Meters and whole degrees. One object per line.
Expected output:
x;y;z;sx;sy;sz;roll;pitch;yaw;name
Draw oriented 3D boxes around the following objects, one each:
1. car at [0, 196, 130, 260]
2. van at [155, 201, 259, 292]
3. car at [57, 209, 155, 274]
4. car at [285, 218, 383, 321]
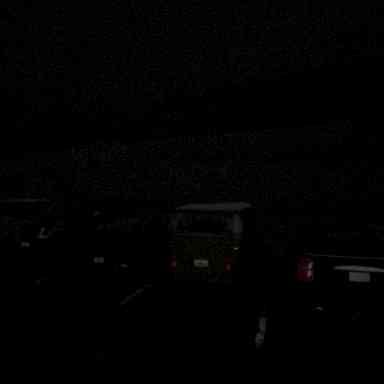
-4.120;1.227;12.396;2.435;2.045;5.566;1;-1;15;car
0.767;1.261;9.074;1.878;1.987;4.442;0;-1;15;van
-1.694;1.483;10.685;2.231;1.521;4.892;0;-1;15;car
3.157;1.362;7.198;2.185;1.767;4.553;0;-1;15;car
